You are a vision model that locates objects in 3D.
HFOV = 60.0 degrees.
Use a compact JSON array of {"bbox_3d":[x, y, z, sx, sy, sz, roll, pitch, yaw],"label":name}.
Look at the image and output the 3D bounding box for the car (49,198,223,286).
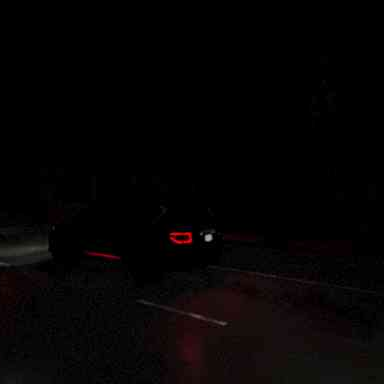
[{"bbox_3d":[-1.781,1.182,9.564,5.566,2.045,2.150,0,0,36],"label":"car"}]
